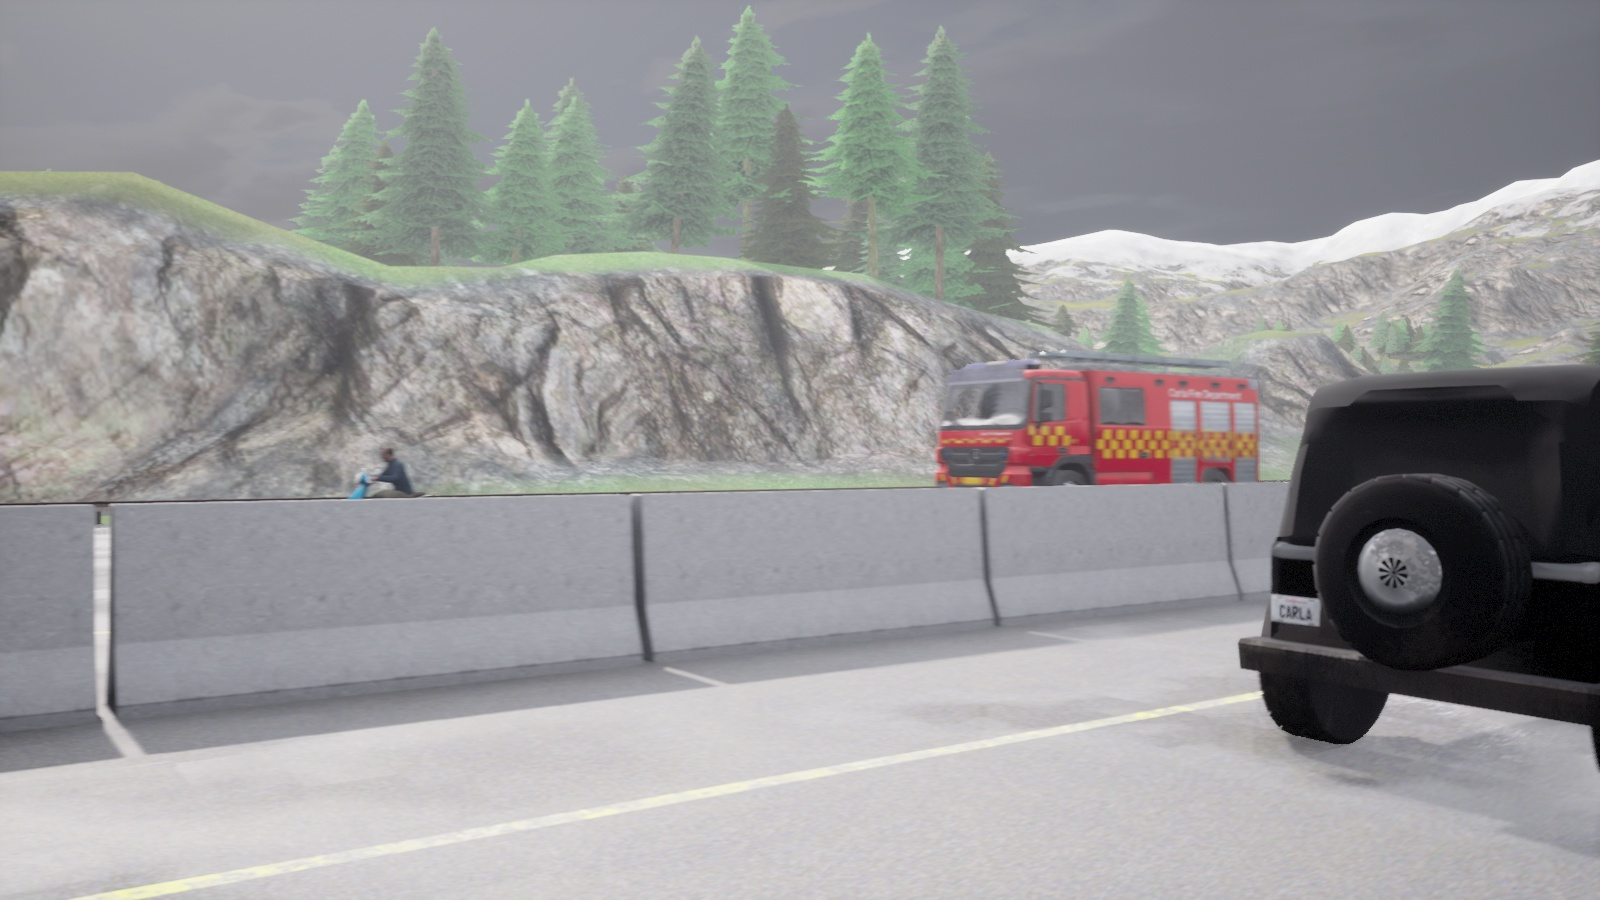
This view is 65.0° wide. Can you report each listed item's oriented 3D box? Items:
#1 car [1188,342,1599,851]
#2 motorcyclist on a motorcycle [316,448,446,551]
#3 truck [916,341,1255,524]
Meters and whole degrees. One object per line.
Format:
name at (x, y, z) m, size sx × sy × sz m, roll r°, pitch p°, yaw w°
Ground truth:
car at (4.029, 0.547, 6.464) m, size 3.866 × 1.878 × 1.905 m, roll 0°, pitch 0°, yaw -35°
motorcyclist on a motorcycle at (-6.755, 0.762, 20.279) m, size 1.817 × 1.590 × 0.866 m, roll 0°, pitch 0°, yaw -35°
truck at (6.953, -0.361, 29.824) m, size 8.468 × 3.827 × 2.891 m, roll 0°, pitch 0°, yaw -35°
